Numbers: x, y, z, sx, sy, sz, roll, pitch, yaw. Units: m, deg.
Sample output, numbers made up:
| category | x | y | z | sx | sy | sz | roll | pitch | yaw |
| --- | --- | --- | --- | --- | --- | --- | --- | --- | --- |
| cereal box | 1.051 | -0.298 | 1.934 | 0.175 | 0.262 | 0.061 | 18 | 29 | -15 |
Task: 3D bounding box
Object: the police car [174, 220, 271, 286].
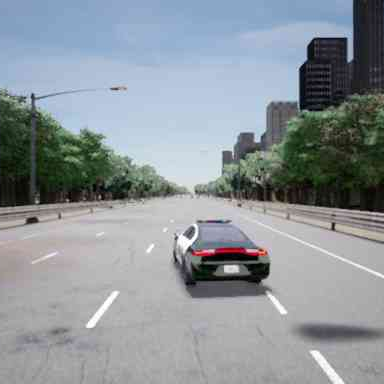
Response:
| category | x | y | z | sx | sy | sz | roll | pitch | yaw |
| --- | --- | --- | --- | --- | --- | --- | --- | --- | --- |
| police car | 0.561 | 1.594 | 9.862 | 2.038 | 1.542 | 4.974 | 1 | -1 | -8 |
